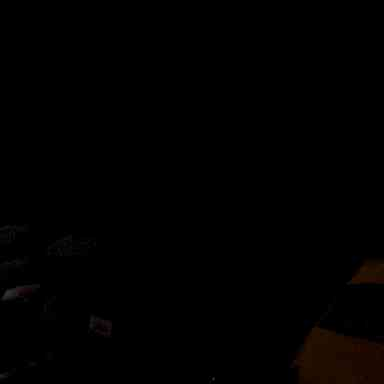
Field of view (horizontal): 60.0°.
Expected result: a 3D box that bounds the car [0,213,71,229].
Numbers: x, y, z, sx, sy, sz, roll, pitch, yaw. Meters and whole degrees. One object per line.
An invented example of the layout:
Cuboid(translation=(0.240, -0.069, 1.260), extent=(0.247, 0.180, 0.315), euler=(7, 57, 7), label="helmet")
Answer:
Cuboid(translation=(-4.303, 1.488, 8.812), extent=(2.002, 1.452, 4.674), euler=(0, 0, 35), label="car")

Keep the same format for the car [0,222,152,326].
Cuboid(translation=(-2.032, 1.506, 7.199), extent=(2.002, 1.452, 4.674), euler=(0, 0, 35), label="car")

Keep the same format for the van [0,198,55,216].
Cuboid(translation=(-6.556, 1.206, 10.254), extent=(1.878, 1.987, 4.442), euler=(0, 1, 35), label="van")

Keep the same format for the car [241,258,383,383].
Cuboid(translation=(2.724, 1.477, 4.045), extent=(1.946, 1.575, 5.366), euler=(0, 0, 35), label="car")

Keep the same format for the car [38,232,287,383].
Cuboid(translation=(0.357, 1.508, 5.534), extent=(2.163, 1.488, 4.792), euler=(0, 0, 35), label="car")
